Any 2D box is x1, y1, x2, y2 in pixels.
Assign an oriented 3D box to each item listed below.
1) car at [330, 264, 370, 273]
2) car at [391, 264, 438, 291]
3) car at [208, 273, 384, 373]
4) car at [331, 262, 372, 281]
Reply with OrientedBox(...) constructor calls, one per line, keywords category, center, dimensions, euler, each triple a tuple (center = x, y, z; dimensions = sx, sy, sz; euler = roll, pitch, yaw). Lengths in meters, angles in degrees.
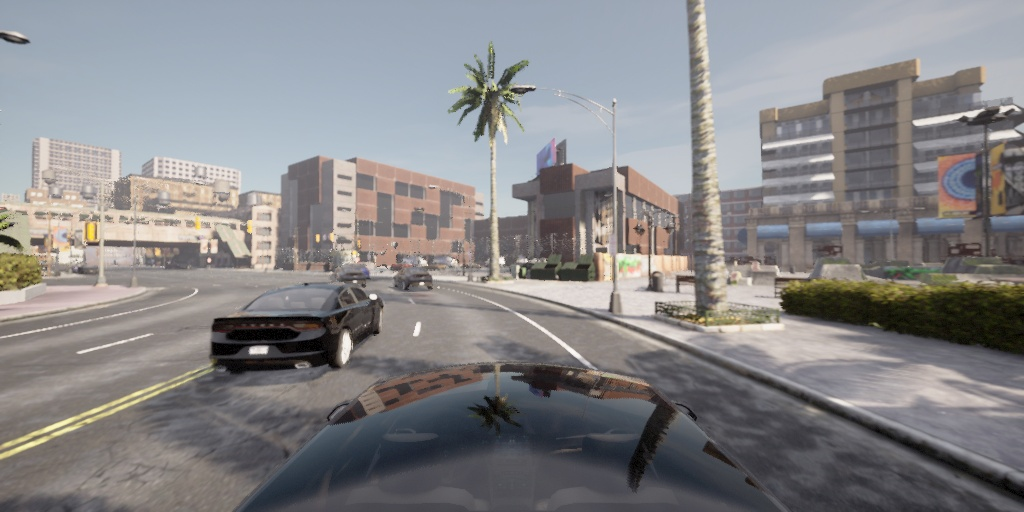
OrientedBox(category="car", center=(-12.418, 1.579, 26.985), dimensions=(1.837, 1.490, 4.892), euler=(1, -1, -36))
OrientedBox(category="car", center=(-7.034, 1.547, 25.173), dimensions=(1.837, 1.490, 4.892), euler=(1, -1, -31))
OrientedBox(category="car", center=(-4.205, 1.310, 7.916), dimensions=(1.882, 1.535, 5.008), euler=(0, -1, -8))
OrientedBox(category="car", center=(-16.185, 1.540, 36.017), dimensions=(4.553, 1.767, 2.097), euler=(-1, -1, 42))
